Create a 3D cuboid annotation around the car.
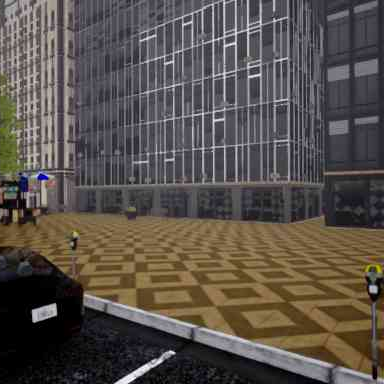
[{"bbox_3d":[-3.557,1.566,5.423,4.313,1.339,1.947,0,0,36],"label":"car"}]
